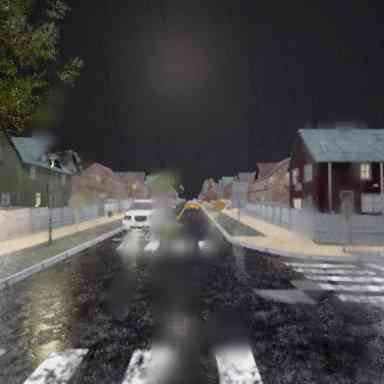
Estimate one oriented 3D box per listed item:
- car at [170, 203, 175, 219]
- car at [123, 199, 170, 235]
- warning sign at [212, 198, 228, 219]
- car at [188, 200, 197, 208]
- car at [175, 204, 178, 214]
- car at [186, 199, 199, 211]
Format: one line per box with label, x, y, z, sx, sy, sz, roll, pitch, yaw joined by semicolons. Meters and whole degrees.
car;-2.866;1.900;31.238;1.837;1.490;4.892;0;-1;0
car;-2.860;1.487;21.112;2.150;2.045;5.566;0;-1;0
warning sign;2.475;1.495;30.049;1.300;1.860;1.060;-2;-2;0
car;0.060;2.394;66.737;1.837;1.490;4.892;0;-1;0
car;-2.860;2.118;44.298;2.033;1.411;5.357;0;-1;0
car;0.070;2.169;52.897;1.882;1.535;5.008;0;-1;0
